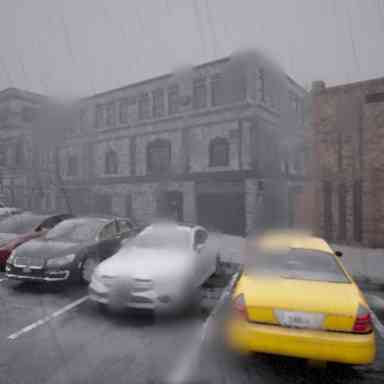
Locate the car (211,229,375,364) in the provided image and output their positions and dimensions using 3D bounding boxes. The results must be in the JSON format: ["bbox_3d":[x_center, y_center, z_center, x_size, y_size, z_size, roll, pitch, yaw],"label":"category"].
[{"bbox_3d":[1.911,1.470,6.299,1.946,1.575,5.366,0,0,15],"label":"car"}]

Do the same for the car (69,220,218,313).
[{"bbox_3d":[-0.522,1.492,7.822,2.002,1.452,4.674,1,0,15],"label":"car"}]

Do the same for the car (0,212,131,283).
[{"bbox_3d":[-2.905,1.433,9.527,2.231,1.521,4.892,1,0,15],"label":"car"}]

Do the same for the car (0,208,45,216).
[{"bbox_3d":[-5.312,1.442,11.192,2.163,1.488,4.792,1,0,15],"label":"car"}]

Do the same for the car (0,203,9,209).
[{"bbox_3d":[-7.693,1.394,12.927,2.231,1.521,4.892,1,0,15],"label":"car"}]
